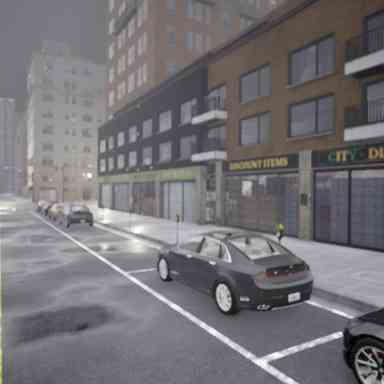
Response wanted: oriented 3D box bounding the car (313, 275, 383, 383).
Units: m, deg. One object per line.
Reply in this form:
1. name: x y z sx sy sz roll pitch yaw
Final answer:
1. car: 3.435 1.565 2.694 1.947 1.339 4.313 -1 0 -30

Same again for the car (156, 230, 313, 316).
1. car: 0.644 1.546 7.533 2.008 1.369 4.403 -1 0 -30

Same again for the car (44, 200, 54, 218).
1. car: -10.603 1.499 27.035 1.752 1.417 4.829 -1 0 -30

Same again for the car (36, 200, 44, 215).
1. car: -13.308 1.533 31.727 1.947 1.339 4.313 -1 0 -30

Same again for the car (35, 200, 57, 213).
1. car: -16.099 1.542 36.566 1.802 1.307 4.206 -1 0 -30

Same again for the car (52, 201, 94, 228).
1. car: -7.727 1.531 22.049 2.008 1.369 4.403 -1 0 -30
